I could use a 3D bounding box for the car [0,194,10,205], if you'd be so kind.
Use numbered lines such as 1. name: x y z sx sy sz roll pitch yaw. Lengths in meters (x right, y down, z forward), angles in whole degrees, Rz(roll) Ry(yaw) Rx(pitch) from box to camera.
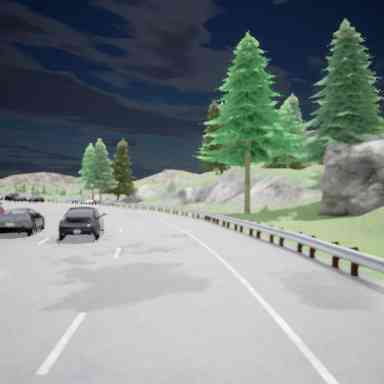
1. car: -13.949 1.263 21.758 2.150 2.045 5.566 0 0 -17

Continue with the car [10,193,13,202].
1. car: -44.607 1.341 82.797 2.150 2.045 5.566 0 0 -44

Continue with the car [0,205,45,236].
1. car: -9.538 1.588 18.536 1.994 1.385 4.181 0 0 -14

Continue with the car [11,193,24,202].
1. car: -40.406 1.629 78.471 1.812 1.442 4.674 0 0 -44

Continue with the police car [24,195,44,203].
1. police car: -33.518 1.503 71.374 1.930 1.638 5.238 0 0 -44

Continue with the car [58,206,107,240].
1. car: -5.592 1.512 17.178 1.837 1.490 4.892 0 0 -11
